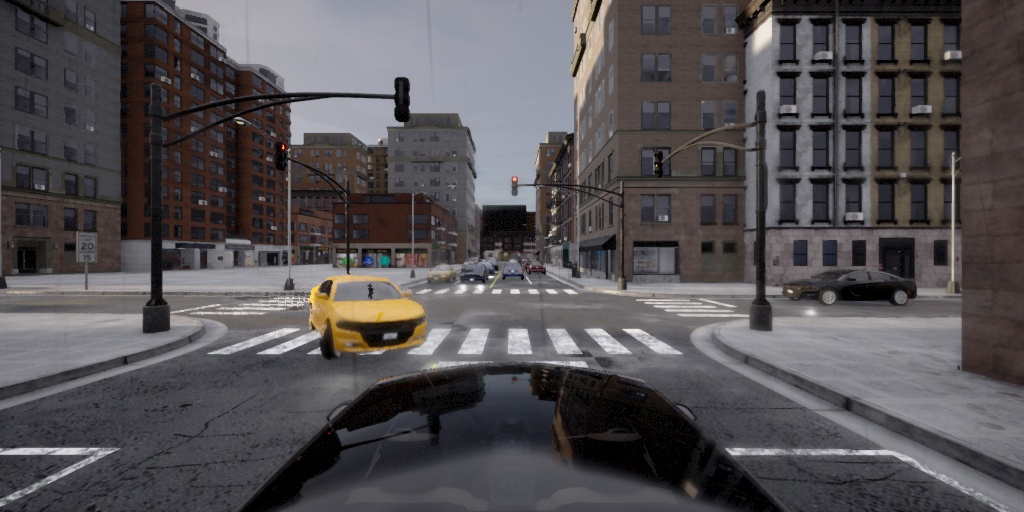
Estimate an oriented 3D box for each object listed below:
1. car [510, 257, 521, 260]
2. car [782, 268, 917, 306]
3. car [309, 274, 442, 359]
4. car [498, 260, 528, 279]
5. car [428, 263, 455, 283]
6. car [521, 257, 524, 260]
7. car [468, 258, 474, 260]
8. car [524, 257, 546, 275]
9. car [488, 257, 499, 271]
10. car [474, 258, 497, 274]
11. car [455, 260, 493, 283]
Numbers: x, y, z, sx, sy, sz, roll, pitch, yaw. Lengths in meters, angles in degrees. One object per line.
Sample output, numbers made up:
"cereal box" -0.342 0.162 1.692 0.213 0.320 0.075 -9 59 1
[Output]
"car" 0.122 1.279 63.810 1.812 1.442 4.674 0 0 0
"car" 14.777 1.310 15.858 5.008 1.535 1.882 0 0 -1
"car" -3.681 1.226 8.757 1.882 1.535 5.008 2 -1 -35
"car" 0.089 1.298 31.958 2.033 1.411 5.357 0 0 0
"car" -5.379 1.276 27.901 1.751 1.417 4.829 0 0 0
"car" 2.652 1.066 45.054 2.192 1.841 5.009 0 0 0
"car" -5.373 1.302 45.057 2.007 1.370 4.403 0 0 0
"car" 2.650 1.191 39.391 1.967 1.591 4.097 0 0 0
"car" -2.818 1.230 48.694 1.882 1.535 5.008 0 0 0
"car" -2.839 1.277 38.204 1.812 1.442 4.674 0 0 0
"car" -2.840 1.298 28.153 2.033 1.411 5.357 0 0 0
